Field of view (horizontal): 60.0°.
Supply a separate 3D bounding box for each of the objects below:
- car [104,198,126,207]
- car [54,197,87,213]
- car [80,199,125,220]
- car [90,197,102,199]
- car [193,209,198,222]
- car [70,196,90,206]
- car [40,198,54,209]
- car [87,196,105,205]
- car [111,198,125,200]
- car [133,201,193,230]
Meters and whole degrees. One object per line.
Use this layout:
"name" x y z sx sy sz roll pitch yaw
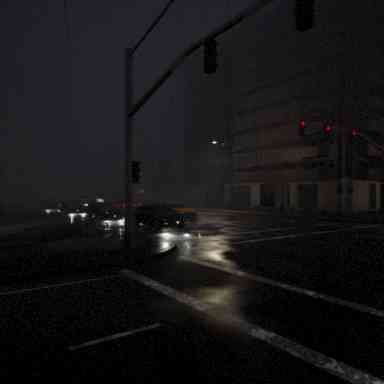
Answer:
"car" -12.685 1.656 54.836 1.895 1.301 4.718 0 0 -36
"car" -13.758 1.603 37.899 2.033 1.411 5.357 0 0 -35
"car" -7.898 1.603 29.639 2.033 1.411 5.357 0 0 -35
"car" -12.947 1.603 42.800 2.033 1.411 5.357 0 0 -35
"car" -1.485 1.533 26.661 1.882 1.535 5.008 0 0 -35
"car" -19.911 1.547 58.954 2.128 1.511 4.902 0 0 -35
"car" -19.807 1.533 46.472 1.882 1.535 5.008 0 0 -35
"car" -17.961 1.581 62.260 1.812 1.442 4.674 0 0 -34
"car" -6.861 1.407 34.223 2.097 1.767 4.553 0 0 -36
"car" -2.254 1.560 21.702 1.837 1.490 4.892 0 0 -36
